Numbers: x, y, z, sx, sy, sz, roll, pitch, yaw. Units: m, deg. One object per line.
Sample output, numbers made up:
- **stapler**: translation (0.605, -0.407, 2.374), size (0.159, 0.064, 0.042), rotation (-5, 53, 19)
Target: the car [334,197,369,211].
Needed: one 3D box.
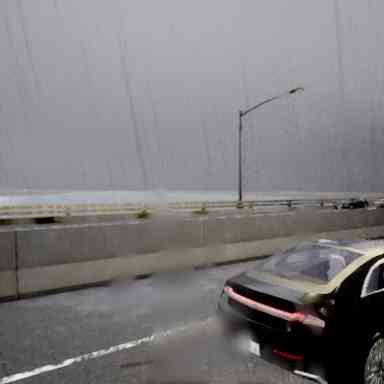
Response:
- **car**: translation (17.899, 1.365, 37.236), size (4.902, 1.511, 2.128), rotation (0, 0, -34)

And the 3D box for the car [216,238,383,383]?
- **car**: translation (2.617, 1.474, 5.070), size (4.902, 1.511, 2.128), rotation (0, 0, -35)

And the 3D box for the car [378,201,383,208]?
- **car**: translation (18.794, 1.502, 29.365), size (4.718, 1.301, 1.895), rotation (0, 0, -35)
